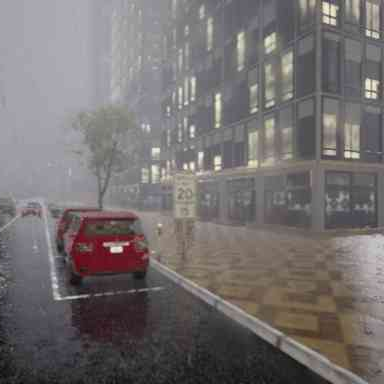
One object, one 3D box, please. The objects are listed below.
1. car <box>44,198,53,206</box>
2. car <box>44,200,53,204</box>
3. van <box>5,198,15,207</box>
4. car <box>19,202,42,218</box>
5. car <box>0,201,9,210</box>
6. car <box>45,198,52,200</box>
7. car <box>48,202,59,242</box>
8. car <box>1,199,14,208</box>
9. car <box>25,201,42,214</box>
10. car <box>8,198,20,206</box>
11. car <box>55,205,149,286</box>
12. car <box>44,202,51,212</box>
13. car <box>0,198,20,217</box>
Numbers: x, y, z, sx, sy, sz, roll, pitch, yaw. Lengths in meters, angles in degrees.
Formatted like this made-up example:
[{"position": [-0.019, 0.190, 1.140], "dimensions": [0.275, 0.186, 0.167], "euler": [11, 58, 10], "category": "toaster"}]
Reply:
[{"position": [-37.168, 2.511, 86.063], "dimensions": [2.192, 1.841, 5.009], "euler": [1, -1, -24], "category": "car"}, {"position": [-21.171, 2.255, 50.593], "dimensions": [1.887, 1.381, 4.507], "euler": [1, -1, -24], "category": "car"}, {"position": [-39.780, 2.266, 72.691], "dimensions": [1.690, 1.788, 3.998], "euler": [1, -1, -24], "category": "van"}, {"position": [-17.331, 2.085, 36.005], "dimensions": [1.895, 1.301, 4.718], "euler": [1, -1, -24], "category": "car"}, {"position": [-32.925, 2.267, 57.487], "dimensions": [2.008, 1.369, 4.403], "euler": [1, -1, -24], "category": "car"}, {"position": [-32.599, 2.607, 75.926], "dimensions": [2.008, 1.369, 4.403], "euler": [1, -1, -24], "category": "car"}, {"position": [-5.158, 1.550, 15.138], "dimensions": [2.192, 1.841, 5.009], "euler": [1, -1, -24], "category": "car"}, {"position": [-37.495, 2.295, 67.623], "dimensions": [1.967, 1.590, 4.097], "euler": [1, -1, -24], "category": "car"}, {"position": [-21.469, 2.084, 45.065], "dimensions": [1.882, 1.535, 5.008], "euler": [1, -1, -24], "category": "car"}, {"position": [-44.351, 2.379, 82.825], "dimensions": [2.192, 1.841, 5.009], "euler": [1, -1, -24], "category": "car"}, {"position": [-2.786, 1.484, 10.113], "dimensions": [2.192, 1.841, 5.009], "euler": [1, -1, -24], "category": "car"}, {"position": [-14.315, 2.055, 35.393], "dimensions": [2.008, 1.369, 4.403], "euler": [1, -1, -24], "category": "car"}, {"position": [-20.732, 1.684, 36.708], "dimensions": [2.150, 2.045, 5.566], "euler": [1, -1, -24], "category": "car"}]
